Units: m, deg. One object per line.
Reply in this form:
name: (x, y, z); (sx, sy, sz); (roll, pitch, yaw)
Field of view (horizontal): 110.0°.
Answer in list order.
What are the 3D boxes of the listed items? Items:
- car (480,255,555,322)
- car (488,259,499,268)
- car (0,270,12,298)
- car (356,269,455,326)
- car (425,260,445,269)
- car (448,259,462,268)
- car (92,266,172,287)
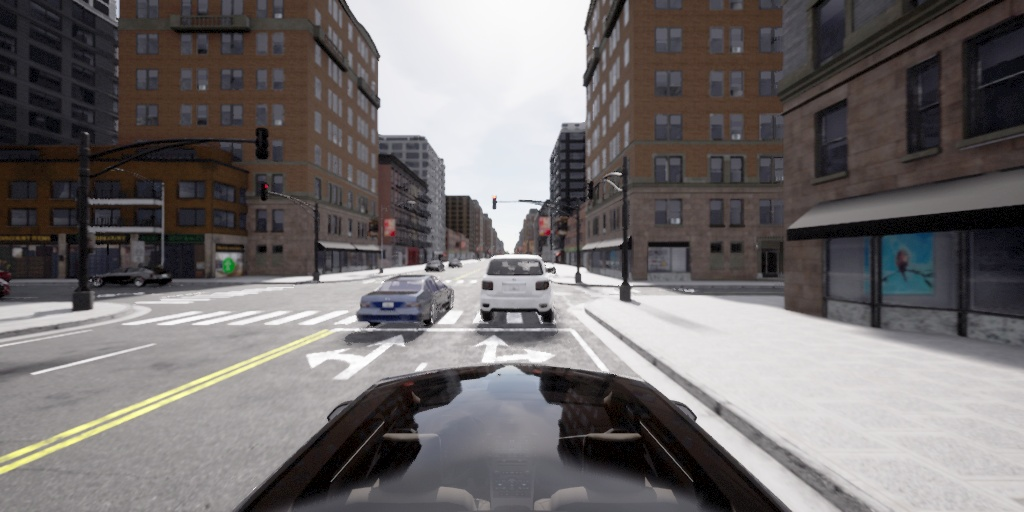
car: (0.301, 0.984, 12.582); (2.150, 2.045, 5.566); (0, 0, 5)
car: (-3.258, 1.329, 65.045); (1.812, 1.442, 4.674); (0, 0, 0)
car: (-25.418, 1.187, 16.035); (4.097, 1.591, 1.967); (0, 0, 0)
car: (-3.177, 1.308, 11.733); (2.033, 1.411, 5.357); (0, 0, 0)
car: (-9.842, 1.294, 45.940); (1.837, 1.490, 4.892); (0, 0, 0)
car: (-9.802, 1.305, 61.793); (1.837, 1.490, 4.892); (0, 0, 0)
car: (-25.378, 1.353, 24.060); (4.313, 1.339, 1.948); (0, 0, 0)
